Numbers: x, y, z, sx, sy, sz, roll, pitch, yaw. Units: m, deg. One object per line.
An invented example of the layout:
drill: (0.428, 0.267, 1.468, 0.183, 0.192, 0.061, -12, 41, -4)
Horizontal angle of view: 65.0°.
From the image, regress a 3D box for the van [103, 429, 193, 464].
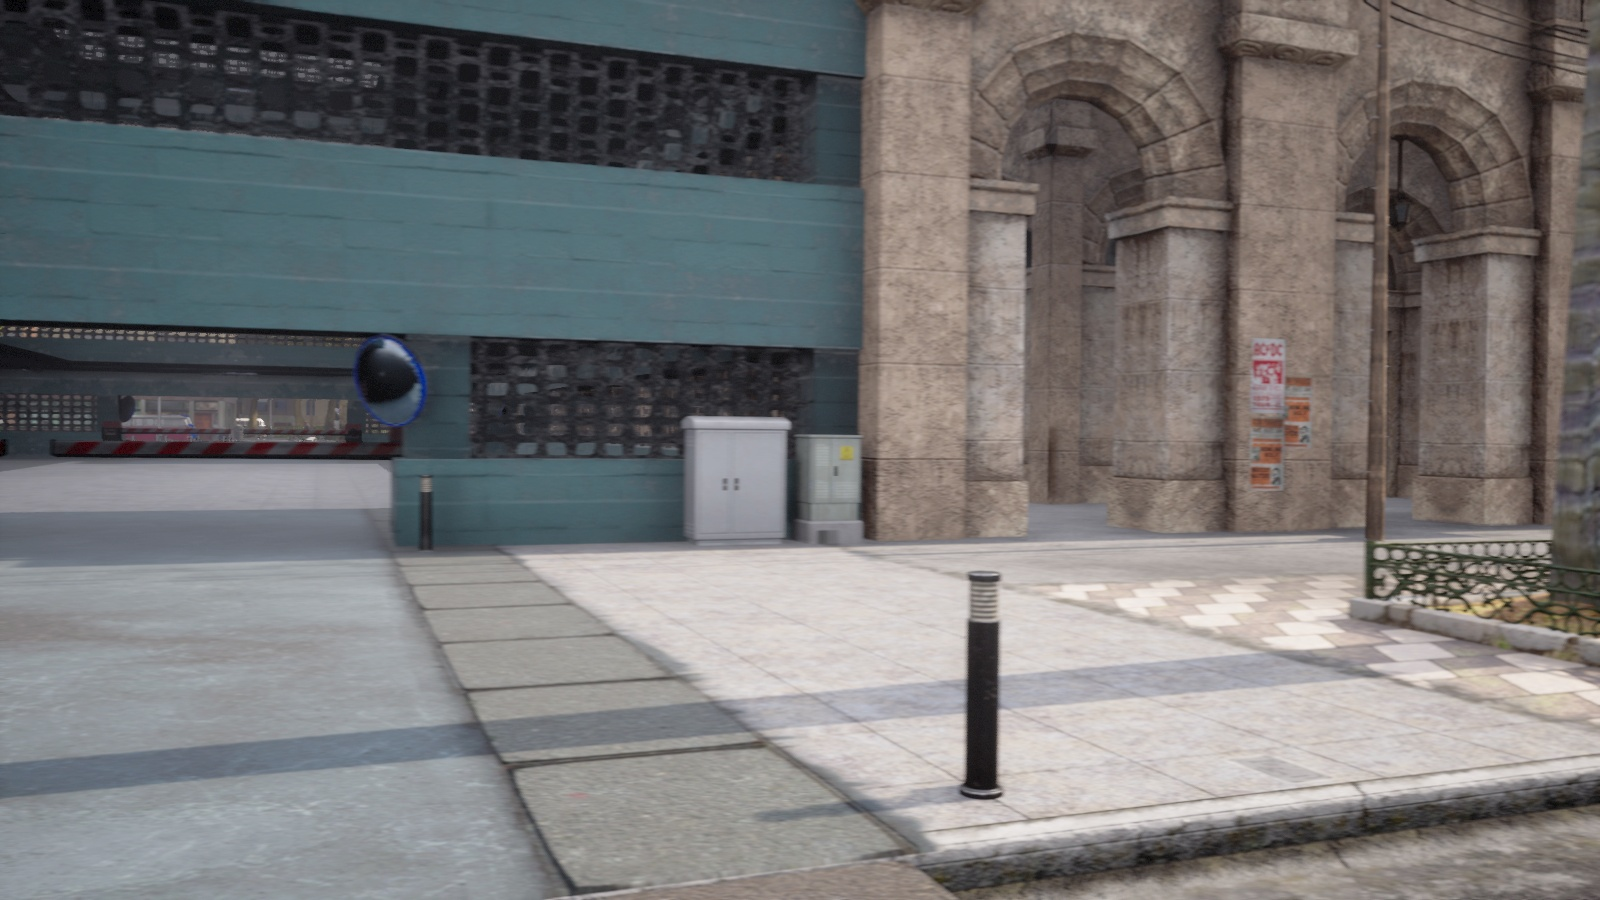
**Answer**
van: (-37.898, -0.229, 73.102, 4.442, 1.987, 1.775, -1, 1, -21)

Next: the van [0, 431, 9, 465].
van: (-48.637, -0.108, 72.804, 4.442, 1.987, 1.775, -1, 1, -21)
